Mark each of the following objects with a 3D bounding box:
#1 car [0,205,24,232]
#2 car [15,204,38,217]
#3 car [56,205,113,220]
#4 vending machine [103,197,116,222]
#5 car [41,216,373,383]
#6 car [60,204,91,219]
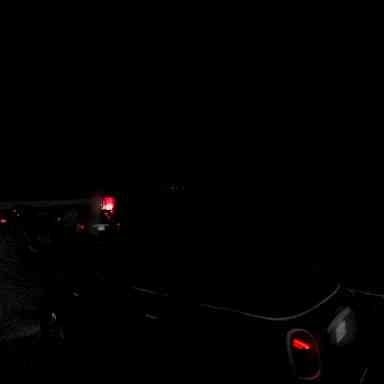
[{"bbox_3d":[-12.590,1.808,21.786,2.033,1.411,5.357,0,0,-21],"label":"car"},{"bbox_3d":[-18.869,1.991,37.090,1.994,1.385,4.181,0,0,-3],"label":"car"},{"bbox_3d":[-4.881,1.507,14.994,2.097,1.767,4.553,0,-1,-36],"label":"car"},{"bbox_3d":[-7.077,1.476,28.488,1.100,2.100,0.880,0,0,-15],"label":"vending machine"},{"bbox_3d":[-0.179,1.393,4.602,4.553,1.767,2.097,-1,-1,40],"label":"car"},{"bbox_3d":[-11.975,1.963,34.605,1.895,1.301,4.718,0,0,-5],"label":"car"}]
